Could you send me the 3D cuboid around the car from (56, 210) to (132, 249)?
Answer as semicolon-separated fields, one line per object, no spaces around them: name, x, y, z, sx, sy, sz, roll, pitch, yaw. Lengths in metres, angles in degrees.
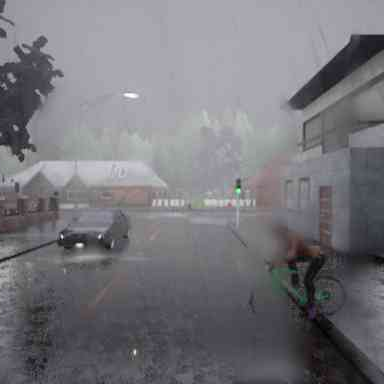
car;-3.936;1.485;14.460;2.033;1.411;5.357;0;0;1

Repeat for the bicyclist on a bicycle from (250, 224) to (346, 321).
bicyclist on a bicycle;1.762;1.362;5.683;1.656;1.620;0.582;-6;0;0
